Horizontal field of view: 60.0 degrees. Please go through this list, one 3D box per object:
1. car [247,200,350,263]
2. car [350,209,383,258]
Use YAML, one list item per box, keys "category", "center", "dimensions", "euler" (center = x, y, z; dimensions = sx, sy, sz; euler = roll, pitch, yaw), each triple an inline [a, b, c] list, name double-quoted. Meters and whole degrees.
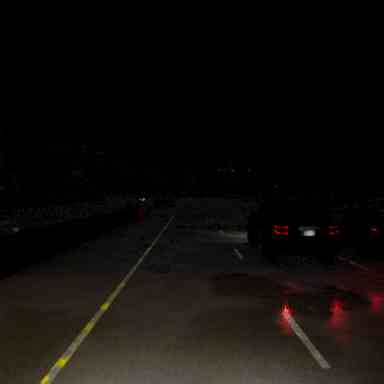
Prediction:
- category: "car"
  center: [3.511, 1.309, 12.544]
  dimensions: [2.150, 2.045, 5.566]
  euler: [0, 0, 0]
- category: "car"
  center: [7.022, 1.437, 13.373]
  dimensions: [2.097, 1.767, 4.553]
  euler: [0, 0, 0]
